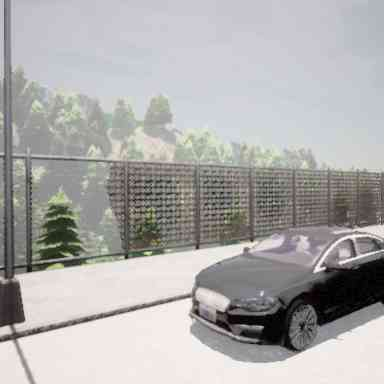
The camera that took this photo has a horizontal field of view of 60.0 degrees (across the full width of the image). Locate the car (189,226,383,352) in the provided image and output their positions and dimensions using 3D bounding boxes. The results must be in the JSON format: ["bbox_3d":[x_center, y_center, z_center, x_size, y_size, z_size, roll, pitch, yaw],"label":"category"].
[{"bbox_3d":[2.216,1.447,6.185,4.902,1.511,2.128,-1,0,-35],"label":"car"}]
